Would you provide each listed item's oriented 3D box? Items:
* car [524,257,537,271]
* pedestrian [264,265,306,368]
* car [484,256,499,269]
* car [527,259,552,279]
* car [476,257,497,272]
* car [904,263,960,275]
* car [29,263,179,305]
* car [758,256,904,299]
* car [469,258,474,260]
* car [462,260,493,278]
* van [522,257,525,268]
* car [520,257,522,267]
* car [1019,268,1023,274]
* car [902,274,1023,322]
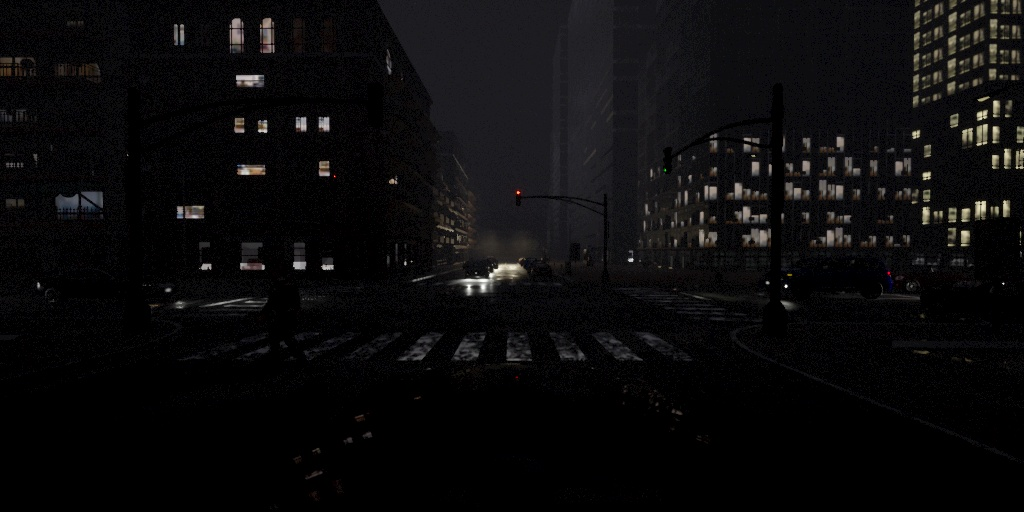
[{"bbox_3d":[2.631,1.159,38.170,1.967,1.591,4.097,0,0,0],"label":"car"},{"bbox_3d":[-4.018,1.045,6.350,0.375,1.860,0.375,-1,1,0],"label":"pedestrian"},{"bbox_3d":[-3.114,1.051,52.917,2.097,1.767,4.553,0,0,1],"label":"car"},{"bbox_3d":[2.635,1.272,32.525,1.888,1.381,4.507,0,0,0],"label":"car"},{"bbox_3d":[-3.126,1.220,42.485,1.837,1.490,4.892,0,0,0],"label":"car"},{"bbox_3d":[23.360,1.230,20.780,4.097,1.591,1.967,0,0,1],"label":"car"},{"bbox_3d":[-17.162,1.189,15.375,4.902,1.511,2.128,0,1,1],"label":"car"},{"bbox_3d":[15.727,1.020,18.145,5.566,2.045,2.150,0,1,1],"label":"car"},{"bbox_3d":[-5.725,1.270,49.423,1.948,1.339,4.313,0,0,0],"label":"car"},{"bbox_3d":[-3.113,1.290,32.864,1.994,1.385,4.181,0,0,0],"label":"car"},{"bbox_3d":[2.623,1.045,49.462,1.690,1.789,3.998,0,0,0],"label":"van"},{"bbox_3d":[2.618,1.240,55.108,1.888,1.381,4.507,0,0,0],"label":"car"},{"bbox_3d":[25.748,1.336,18.016,4.902,1.511,2.128,0,1,1],"label":"car"},{"bbox_3d":[16.707,1.445,12.228,4.403,1.370,2.007,0,0,1],"label":"car"}]
